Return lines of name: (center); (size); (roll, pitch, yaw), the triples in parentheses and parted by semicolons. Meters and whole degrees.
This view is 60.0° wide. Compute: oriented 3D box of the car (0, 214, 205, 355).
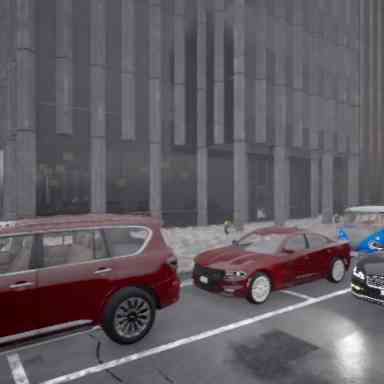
car: (-2.511, 1.316, 4.862); (5.009, 1.841, 2.192); (0, 0, -35)

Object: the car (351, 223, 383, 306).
car: (5.376, 1.521, 7.210); (4.892, 1.490, 1.837); (0, 0, -35)

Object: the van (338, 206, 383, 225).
van: (6.668, 1.364, 11.408); (3.998, 1.788, 1.690); (0, 0, -35)

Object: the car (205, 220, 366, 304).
car: (2.079, 1.557, 8.134); (4.507, 1.381, 1.887); (0, 0, -35)
